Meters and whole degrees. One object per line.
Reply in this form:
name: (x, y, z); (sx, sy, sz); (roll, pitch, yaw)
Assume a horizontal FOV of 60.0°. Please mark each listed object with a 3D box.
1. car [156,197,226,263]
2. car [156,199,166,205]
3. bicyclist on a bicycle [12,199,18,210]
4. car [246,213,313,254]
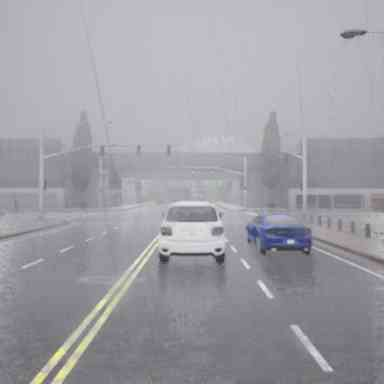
car: (0.008, 1.357, 12.587); (2.150, 2.045, 5.566); (0, 0, 0)
car: (-7.499, 2.429, 80.236); (1.895, 1.301, 4.718); (0, -1, 0)
bicyclist on a bicycle: (-25.765, 1.807, 48.401); (0.582, 1.620, 1.656); (0, 0, 2)
car: (3.525, 1.627, 14.246); (1.882, 1.535, 5.008); (0, 0, 0)
